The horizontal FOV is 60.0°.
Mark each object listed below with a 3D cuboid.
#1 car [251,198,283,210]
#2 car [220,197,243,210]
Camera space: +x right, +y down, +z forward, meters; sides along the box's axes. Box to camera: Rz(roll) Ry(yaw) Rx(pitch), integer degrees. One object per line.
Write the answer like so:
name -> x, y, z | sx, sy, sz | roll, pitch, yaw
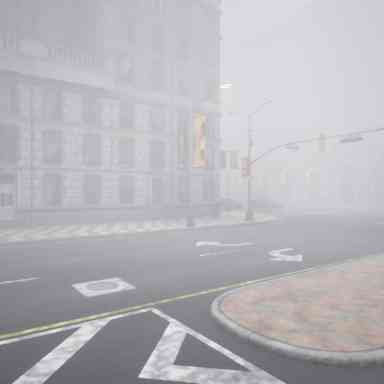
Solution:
car -> 9.474, 1.520, 42.840 | 1.812, 1.442, 4.674 | 0, 0, -36
car -> 4.600, 1.499, 43.627 | 1.837, 1.490, 4.892 | 0, 0, -36
